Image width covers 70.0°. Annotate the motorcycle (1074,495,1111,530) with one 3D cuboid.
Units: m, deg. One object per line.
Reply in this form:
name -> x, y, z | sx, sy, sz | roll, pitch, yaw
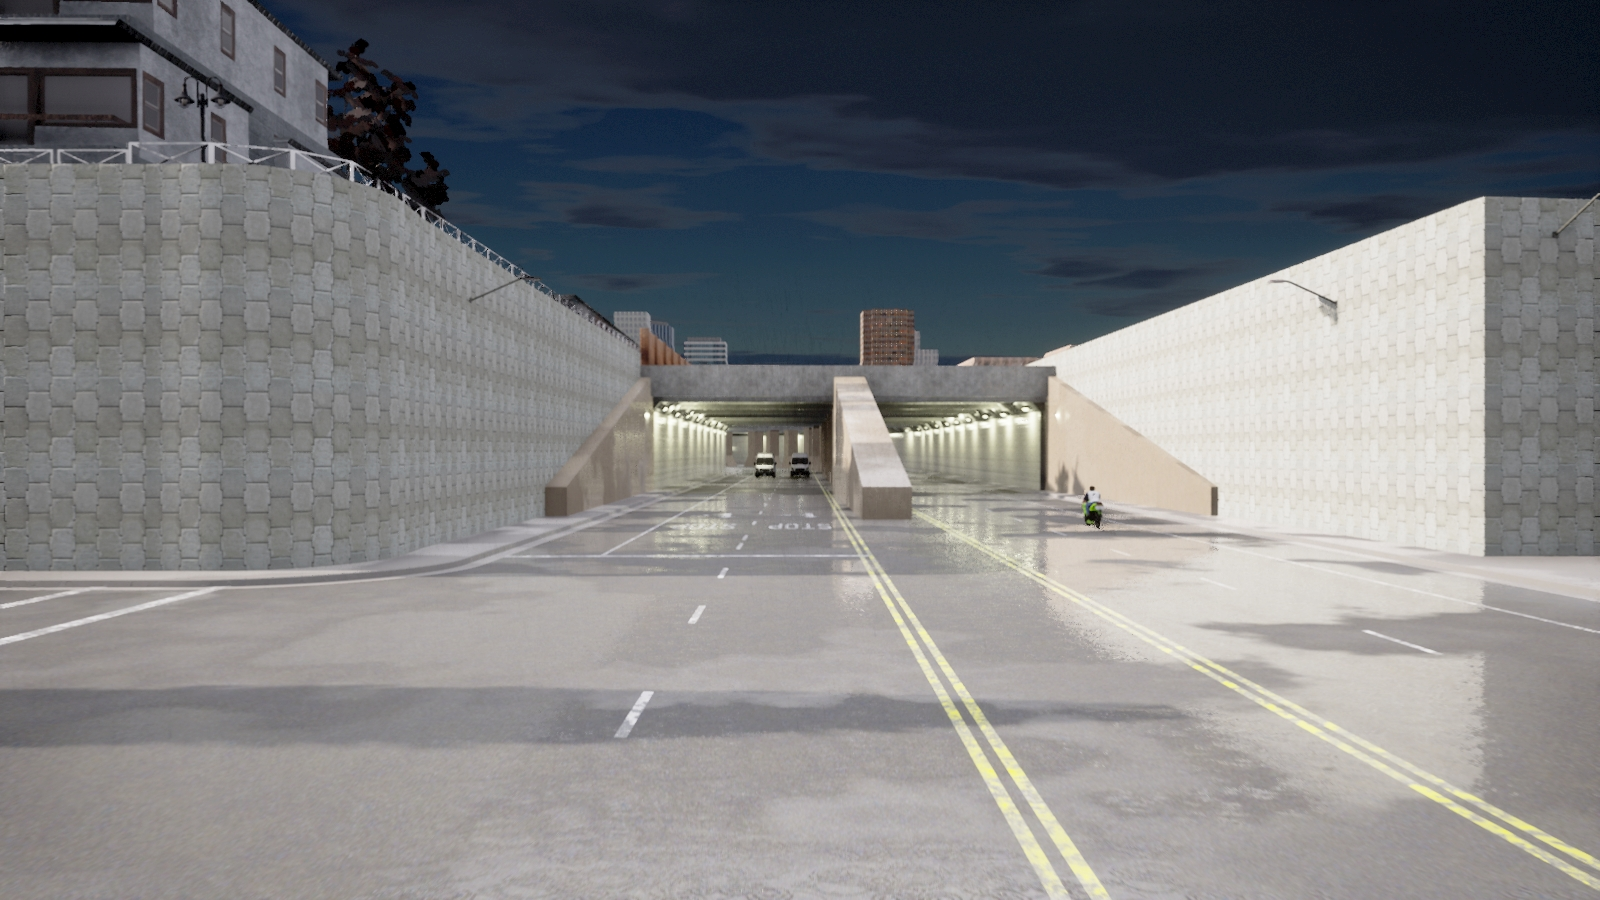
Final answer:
motorcycle -> 10.481, 2.223, 40.971 | 0.803, 1.145, 2.033 | 0, 0, 0
